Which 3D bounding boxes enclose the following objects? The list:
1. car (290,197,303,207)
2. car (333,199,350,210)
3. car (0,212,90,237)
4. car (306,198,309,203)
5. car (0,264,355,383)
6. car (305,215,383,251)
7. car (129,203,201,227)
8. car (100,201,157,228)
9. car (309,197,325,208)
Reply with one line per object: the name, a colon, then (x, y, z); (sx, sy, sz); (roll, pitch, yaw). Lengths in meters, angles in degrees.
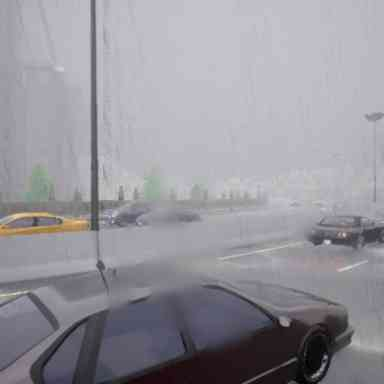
car: (18.399, 1.730, 58.398); (2.097, 1.767, 4.553); (-1, -1, 19)
car: (19.584, 1.720, 43.511); (2.128, 1.511, 4.902); (0, -1, 27)
car: (-6.379, 1.537, 12.550); (5.008, 1.535, 1.882); (0, 0, -38)
car: (29.897, 2.137, 82.685); (1.895, 1.301, 4.718); (0, -1, 3)
car: (-0.404, 1.562, 3.598); (5.357, 1.411, 2.033); (0, 0, -37)
car: (6.842, 1.646, 14.420); (4.718, 1.301, 1.895); (0, 0, -44)
car: (-1.410, 1.621, 21.348); (4.674, 1.442, 1.812); (0, 0, -44)
car: (-4.197, 1.463, 23.551); (4.553, 1.767, 2.097); (0, 0, -44)
car: (21.005, 1.688, 55.322); (2.097, 1.767, 4.553); (0, -1, 21)
